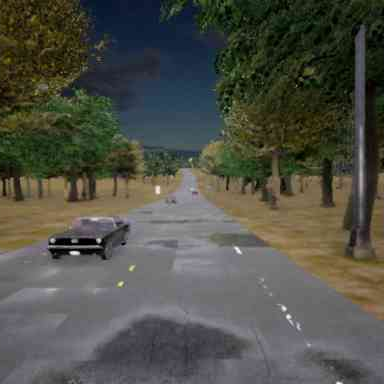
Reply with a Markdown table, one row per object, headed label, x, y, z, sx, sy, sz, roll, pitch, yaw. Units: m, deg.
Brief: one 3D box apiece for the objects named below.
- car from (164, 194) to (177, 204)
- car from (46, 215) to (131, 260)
| label | x | y | z | sx | sy | sz | roll | pitch | yaw |
| --- | --- | --- | --- | --- | --- | --- | --- | --- | --- |
| car | -3.556 | 1.171 | 55.549 | 1.837 | 1.490 | 4.892 | 0 | 1 | 1 |
| car | -3.601 | 1.572 | 12.440 | 1.895 | 1.301 | 4.718 | 0 | 0 | 0 |
